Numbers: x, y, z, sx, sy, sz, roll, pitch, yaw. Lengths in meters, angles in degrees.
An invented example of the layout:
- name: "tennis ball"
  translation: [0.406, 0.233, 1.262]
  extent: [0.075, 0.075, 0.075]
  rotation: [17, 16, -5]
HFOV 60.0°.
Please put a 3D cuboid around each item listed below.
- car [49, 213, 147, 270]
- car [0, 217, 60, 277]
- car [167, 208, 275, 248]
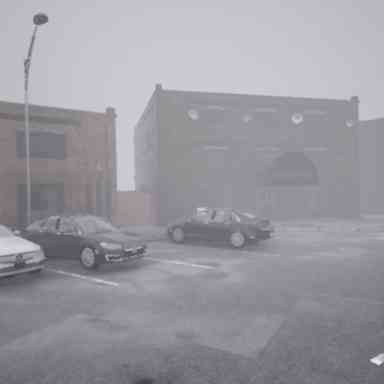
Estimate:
- name: "car"
  translation: [-3.656, 1.472, 10.996]
  extent: [4.892, 1.521, 2.231]
  rotation: [-1, -1, 34]
- name: "car"
  translation: [-6.041, 1.525, 9.288]
  extent: [4.674, 1.452, 2.002]
  rotation: [-1, -1, 34]
- name: "car"
  translation: [1.122, 1.445, 14.393]
  extent: [4.892, 1.521, 2.231]
  rotation: [-1, 0, 34]
